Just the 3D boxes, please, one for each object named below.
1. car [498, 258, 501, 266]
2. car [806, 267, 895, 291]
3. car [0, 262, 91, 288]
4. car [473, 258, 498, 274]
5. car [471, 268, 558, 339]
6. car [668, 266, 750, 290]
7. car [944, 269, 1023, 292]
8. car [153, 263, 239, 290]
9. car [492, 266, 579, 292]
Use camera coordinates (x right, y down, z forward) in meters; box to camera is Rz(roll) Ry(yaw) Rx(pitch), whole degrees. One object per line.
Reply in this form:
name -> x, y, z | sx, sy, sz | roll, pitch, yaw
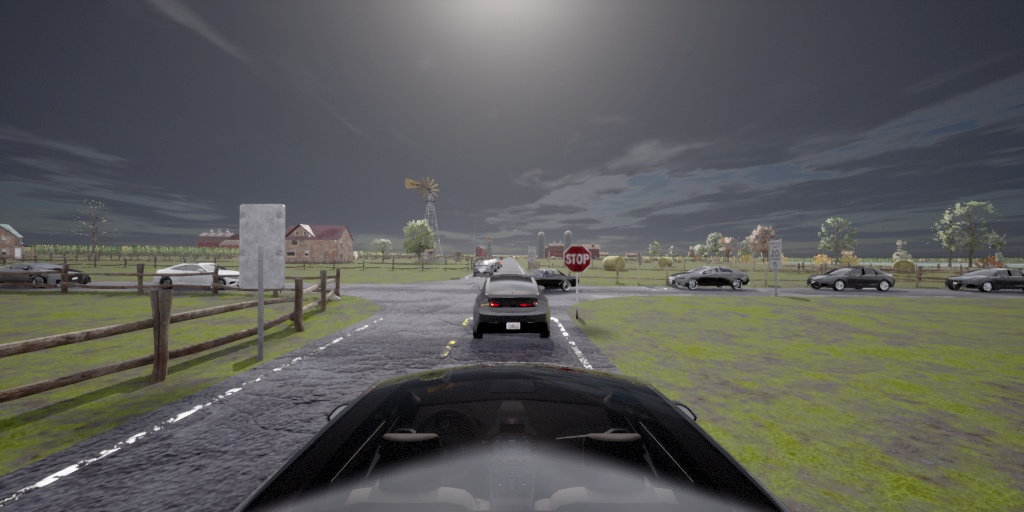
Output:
car -> -2.872, 1.241, 46.270 | 2.128, 1.511, 4.902 | 0, 0, 0
car -> 22.190, 1.499, 23.595 | 4.892, 1.490, 1.837 | 1, -1, -1
car -> -26.372, 1.048, 19.962 | 4.181, 1.385, 1.994 | 1, -1, -1
car -> -2.875, 1.243, 36.825 | 2.128, 1.511, 4.902 | 0, 0, 0
car -> -0.078, 1.256, 10.139 | 1.837, 1.490, 4.892 | 0, 0, -2
car -> 12.788, 1.396, 23.419 | 4.902, 1.511, 2.128 | 1, -1, -2
car -> 31.692, 1.587, 23.720 | 4.892, 1.490, 1.837 | 1, -1, -1
car -> -17.252, 1.104, 20.088 | 4.674, 1.442, 1.812 | 1, -1, -1
car -> 1.491, 1.369, 20.186 | 4.718, 1.301, 1.895 | 1, 0, -35
